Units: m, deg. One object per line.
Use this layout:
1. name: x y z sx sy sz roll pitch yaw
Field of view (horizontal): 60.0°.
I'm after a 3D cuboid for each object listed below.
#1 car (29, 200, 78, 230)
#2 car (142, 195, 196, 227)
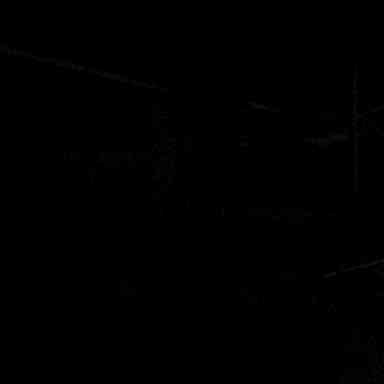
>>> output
1. car: -8.618 1.315 20.524 2.242 1.667 4.611 -1 1 -34
2. car: -1.499 1.110 20.118 1.905 1.878 3.866 -1 1 -34
